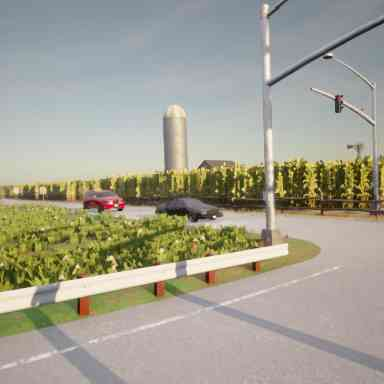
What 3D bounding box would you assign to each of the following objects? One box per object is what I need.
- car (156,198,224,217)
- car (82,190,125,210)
[{"bbox_3d":[-0.378,1.129,22.093,2.033,1.411,5.357,-3,2,-40],"label":"car"},{"bbox_3d":[-8.540,0.850,31.703,2.150,2.045,5.566,-3,2,-40],"label":"car"}]
